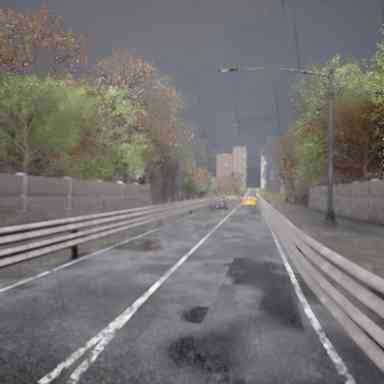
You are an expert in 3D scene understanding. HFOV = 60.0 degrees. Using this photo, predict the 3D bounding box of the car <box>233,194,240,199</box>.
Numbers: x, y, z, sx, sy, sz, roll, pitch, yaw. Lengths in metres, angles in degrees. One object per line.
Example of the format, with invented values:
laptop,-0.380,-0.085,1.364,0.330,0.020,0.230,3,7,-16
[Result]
car,10.824,1.144,79.445,2.097,1.767,4.553,0,-1,11

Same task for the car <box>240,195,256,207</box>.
car,8.397,1.371,48.631,1.882,1.535,5.008,0,0,11

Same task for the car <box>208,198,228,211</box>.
car,3.104,1.421,38.425,1.994,1.385,4.181,0,0,11

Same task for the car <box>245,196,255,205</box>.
car,10.283,1.478,58.770,1.812,1.442,4.674,0,0,11
